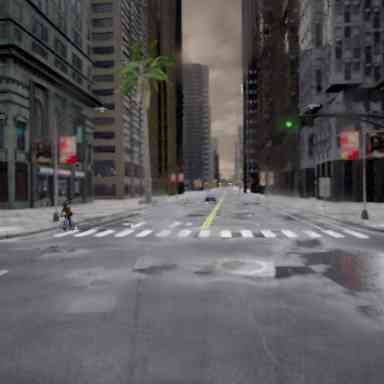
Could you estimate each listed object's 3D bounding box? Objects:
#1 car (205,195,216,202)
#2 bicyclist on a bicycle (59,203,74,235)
[{"bbox_3d":[3.355,1.145,59.271,1.895,1.301,4.718,-1,0,6],"label":"car"},{"bbox_3d":[-6.646,1.406,17.652,0.582,1.620,1.656,-1,1,6],"label":"bicyclist on a bicycle"}]
